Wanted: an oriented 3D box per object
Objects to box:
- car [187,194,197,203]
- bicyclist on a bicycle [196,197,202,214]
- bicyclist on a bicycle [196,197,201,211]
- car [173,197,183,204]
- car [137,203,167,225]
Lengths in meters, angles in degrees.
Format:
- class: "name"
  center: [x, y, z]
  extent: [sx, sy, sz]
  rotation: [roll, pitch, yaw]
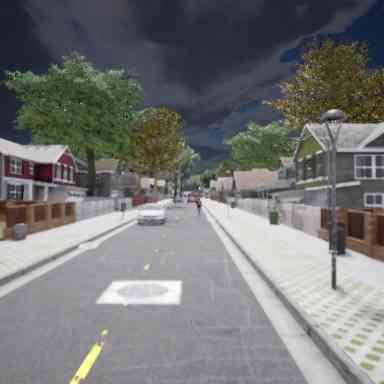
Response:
- class: "car"
  center: [0.014, 1.639, 71.657]
  extent: [1.994, 1.385, 4.181]
  rotation: [0, 0, 0]
- class: "bicyclist on a bicycle"
  center: [0.764, 1.480, 32.798]
  extent: [0.582, 1.620, 1.656]
  rotation: [0, 0, 0]
- class: "bicyclist on a bicycle"
  center: [0.766, 1.487, 41.812]
  extent: [0.582, 1.620, 1.656]
  rotation: [0, 0, 0]
- class: "car"
  center: [-2.742, 1.628, 66.786]
  extent: [1.994, 1.385, 4.181]
  rotation: [0, 0, 0]
- class: "car"
  center: [-2.844, 1.550, 24.475]
  extent: [1.812, 1.442, 4.674]
  rotation: [0, 0, 0]
